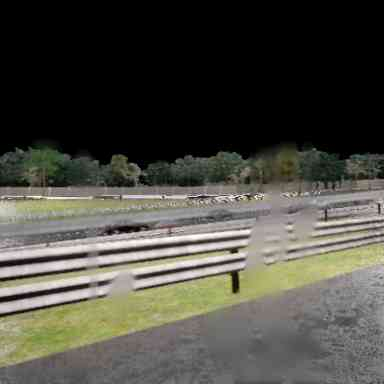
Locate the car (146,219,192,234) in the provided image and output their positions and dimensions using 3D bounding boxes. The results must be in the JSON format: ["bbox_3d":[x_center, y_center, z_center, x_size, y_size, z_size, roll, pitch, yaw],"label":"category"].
[{"bbox_3d":[-2.166,3.690,35.915,4.674,1.442,1.812,-4,2,-28],"label":"car"}]

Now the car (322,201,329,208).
[{"bbox_3d":[21.043,1.997,56.074,4.674,1.442,1.812,-4,2,-28],"label":"car"}]

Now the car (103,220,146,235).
[{"bbox_3d":[-7.315,3.840,37.156,5.008,1.535,1.882,-4,2,-28],"label":"car"}]

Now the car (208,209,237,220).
[{"bbox_3d":[4.280,3.099,47.230,4.181,1.385,1.994,-4,2,-28],"label":"car"}]

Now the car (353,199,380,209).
[{"bbox_3d":[26.969,1.827,51.285,4.892,1.490,1.837,-4,2,-28],"label":"car"}]

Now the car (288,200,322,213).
[{"bbox_3d":[16.509,2.368,49.724,4.902,1.511,2.128,-4,2,-28],"label":"car"}]
